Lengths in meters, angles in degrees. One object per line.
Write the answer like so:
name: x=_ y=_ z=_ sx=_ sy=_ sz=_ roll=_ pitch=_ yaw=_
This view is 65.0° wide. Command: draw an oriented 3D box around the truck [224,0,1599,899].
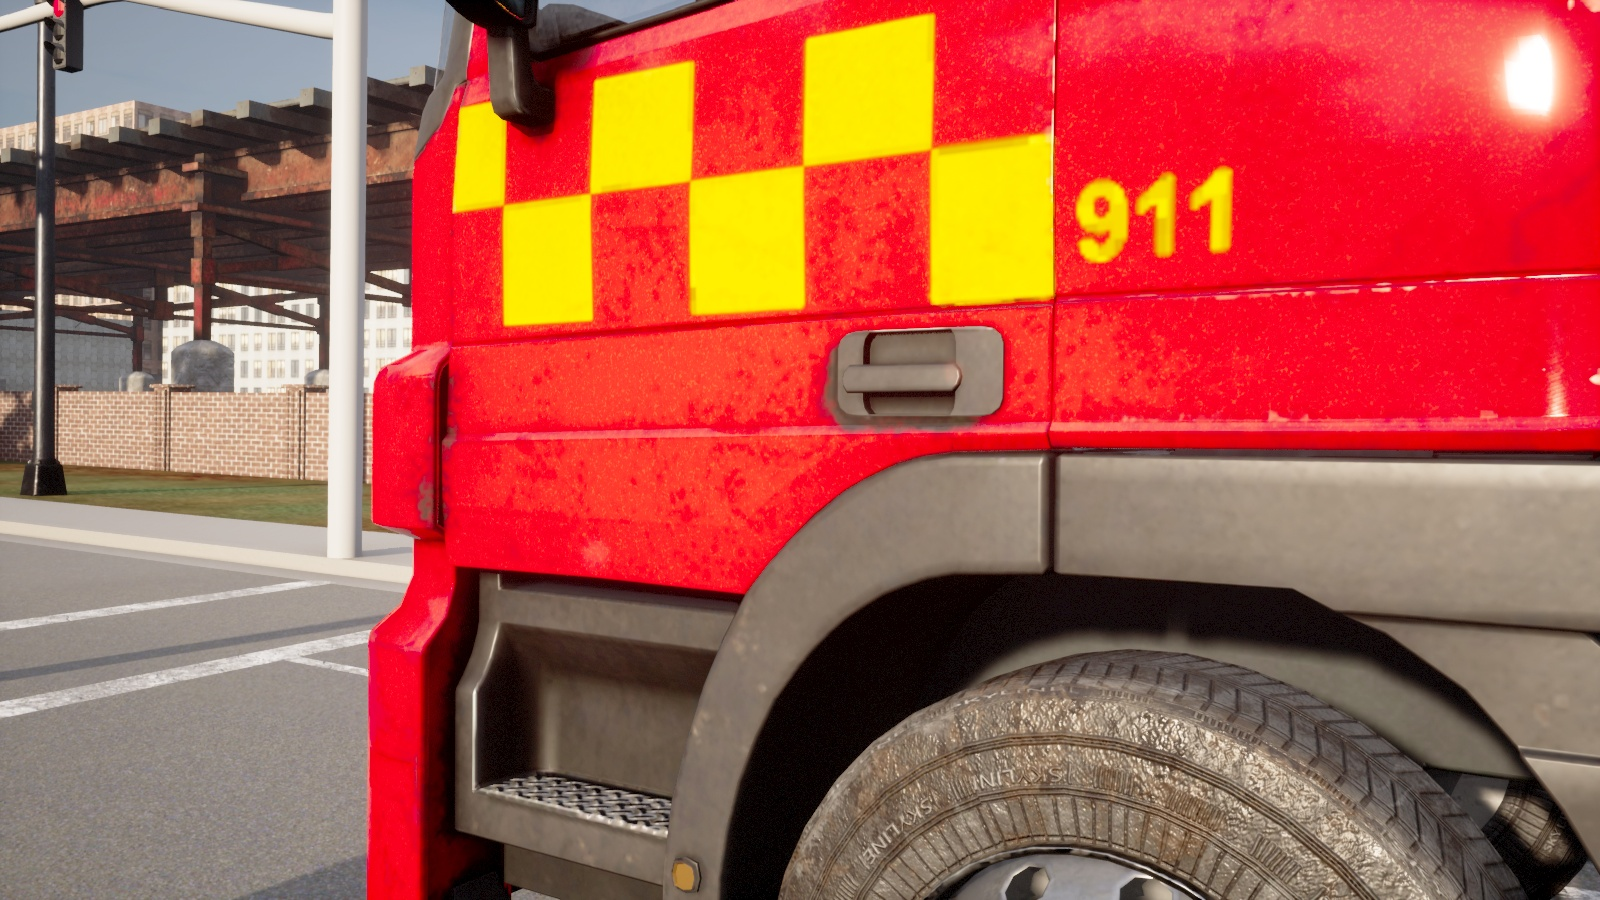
truck: x=3.107 y=-0.482 z=1.536 sx=8.468 sy=3.827 sz=2.891 roll=0 pitch=1 yaw=34
